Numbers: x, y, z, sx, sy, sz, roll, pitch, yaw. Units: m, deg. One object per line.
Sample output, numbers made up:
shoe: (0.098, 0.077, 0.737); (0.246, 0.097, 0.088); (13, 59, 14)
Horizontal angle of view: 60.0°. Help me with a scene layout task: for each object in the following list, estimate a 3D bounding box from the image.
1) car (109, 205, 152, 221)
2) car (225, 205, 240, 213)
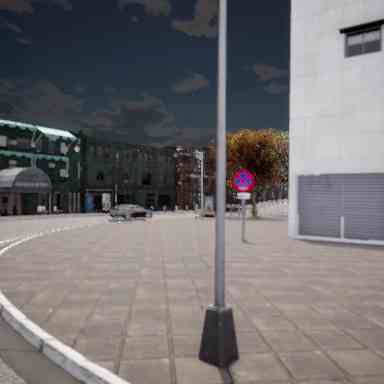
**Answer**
car: (-5.925, 1.980, 32.662); (2.128, 1.511, 4.902); (1, -1, 33)
car: (6.374, 2.845, 57.299); (1.895, 1.301, 4.718); (1, -1, 35)
